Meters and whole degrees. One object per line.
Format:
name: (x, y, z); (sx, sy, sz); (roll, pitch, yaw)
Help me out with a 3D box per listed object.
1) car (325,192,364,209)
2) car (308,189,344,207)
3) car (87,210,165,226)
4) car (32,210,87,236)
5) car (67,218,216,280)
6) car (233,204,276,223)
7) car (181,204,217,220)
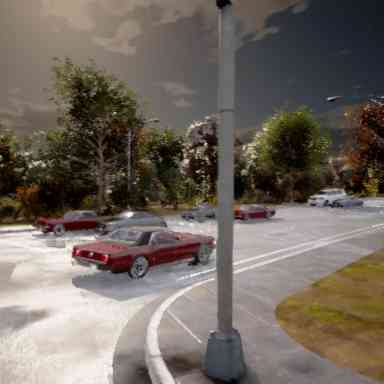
car: (17.287, 1.100, 37.191); (4.181, 1.385, 1.994); (-3, 1, -35)
car: (16.782, 0.710, 41.097); (5.566, 2.045, 2.150); (-2, 1, -33)
car: (-3.422, 1.769, 18.891); (1.994, 1.385, 4.181); (0, 0, 42)
car: (-6.995, 1.808, 20.179); (1.895, 1.301, 4.718); (0, 0, 42)
car: (-1.254, 1.758, 10.665); (1.895, 1.301, 4.718); (0, -1, 39)
car: (4.762, 1.701, 27.209); (4.718, 1.301, 1.895); (-2, 1, -42)
car: (1.065, 1.713, 28.488); (4.181, 1.385, 1.994); (-1, 1, -43)
